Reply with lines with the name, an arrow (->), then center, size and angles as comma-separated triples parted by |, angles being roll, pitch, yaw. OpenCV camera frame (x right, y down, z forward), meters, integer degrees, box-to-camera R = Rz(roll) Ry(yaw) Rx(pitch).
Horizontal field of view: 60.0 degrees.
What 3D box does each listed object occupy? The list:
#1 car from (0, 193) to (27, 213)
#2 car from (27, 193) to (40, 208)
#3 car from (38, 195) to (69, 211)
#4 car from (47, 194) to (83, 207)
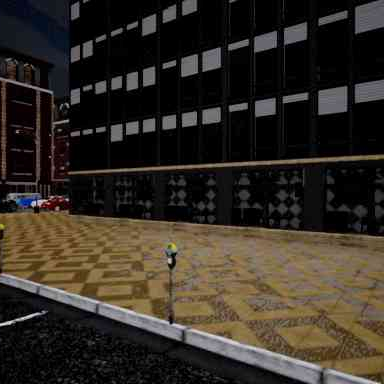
car -> -18.877, 1.142, 31.895 | 2.097, 1.767, 4.553 | 0, 1, 36
car -> -16.828, 1.213, 39.914 | 1.812, 1.442, 4.674 | 0, 1, 35
car -> -13.557, 1.269, 35.117 | 1.887, 1.381, 4.507 | 1, 1, 35
car -> -16.802, 1.079, 44.240 | 1.967, 1.590, 4.097 | 1, 1, 35
